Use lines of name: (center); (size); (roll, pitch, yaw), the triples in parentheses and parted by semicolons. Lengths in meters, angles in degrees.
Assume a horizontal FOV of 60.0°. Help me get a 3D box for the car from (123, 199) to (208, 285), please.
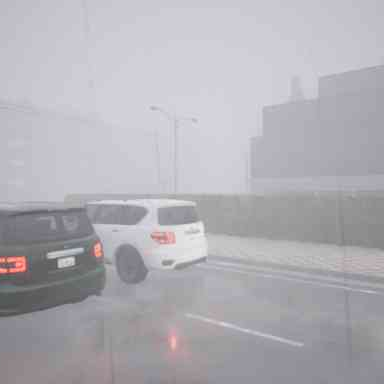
car: (-2.163, 1.215, 9.786); (5.566, 2.045, 2.150); (0, 0, 36)

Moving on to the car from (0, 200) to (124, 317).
car: (-4.183, 1.215, 6.928); (5.566, 2.045, 2.150); (0, 0, 36)
